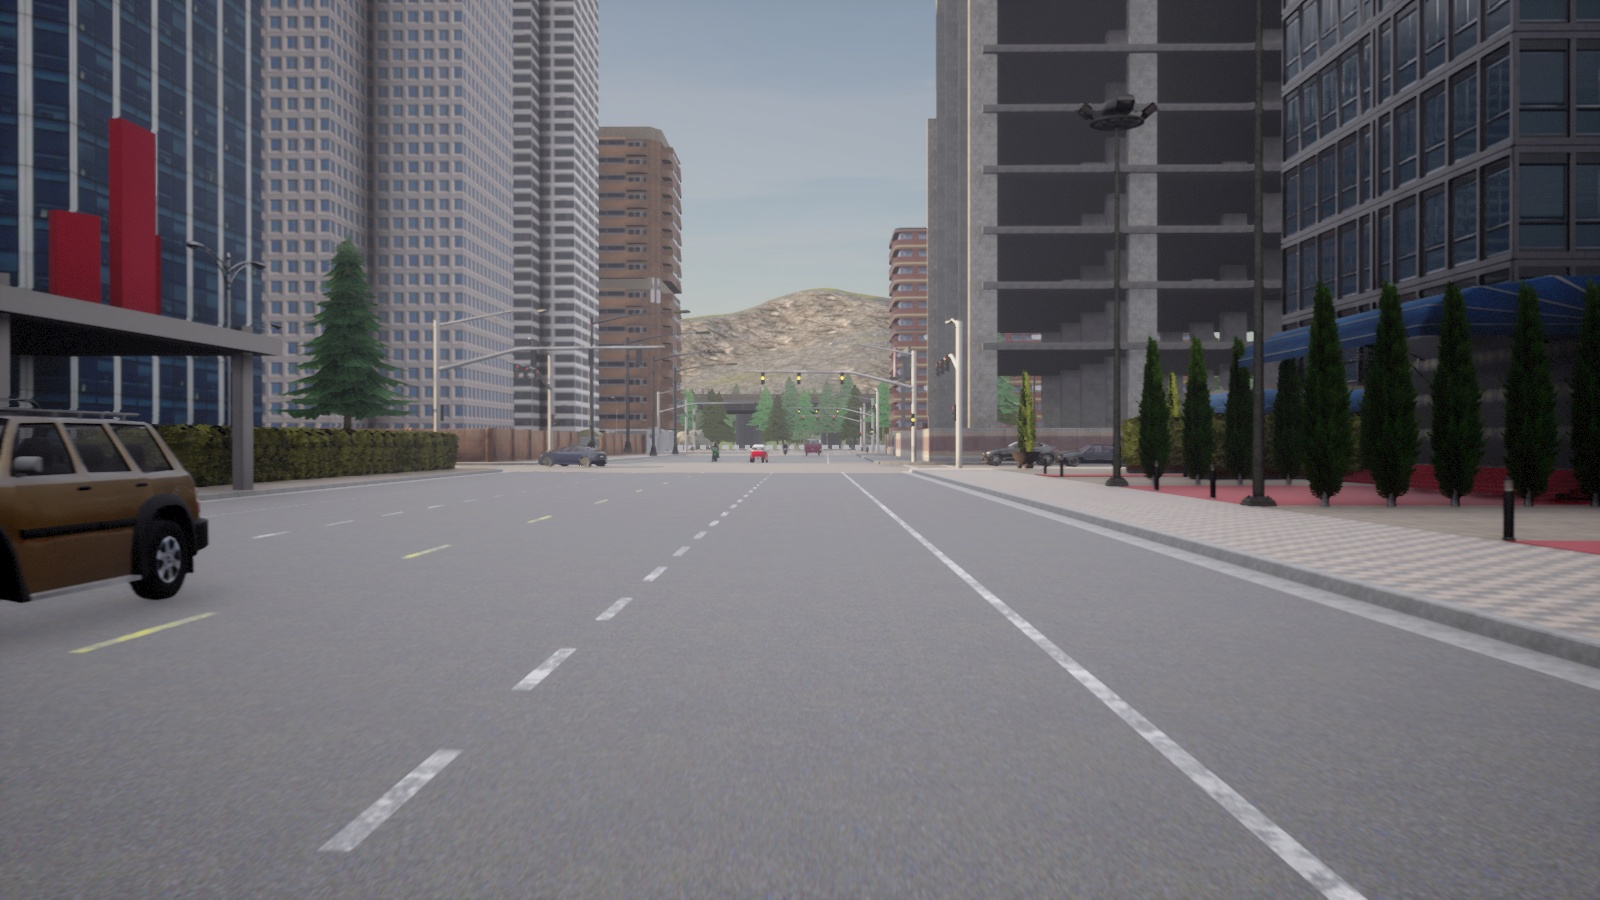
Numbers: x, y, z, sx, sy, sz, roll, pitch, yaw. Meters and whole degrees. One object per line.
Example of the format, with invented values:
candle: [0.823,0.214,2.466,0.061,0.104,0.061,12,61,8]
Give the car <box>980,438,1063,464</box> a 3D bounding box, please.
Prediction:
car: [14.349,0.077,81.485,5.027,1.651,2.152,0,0,1]

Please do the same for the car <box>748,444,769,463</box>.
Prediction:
car: [-3.110,0.263,95.074,1.481,1.376,2.207,0,1,1]

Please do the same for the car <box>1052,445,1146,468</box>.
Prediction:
car: [18.497,0.370,77.935,5.357,1.411,2.033,0,0,1]

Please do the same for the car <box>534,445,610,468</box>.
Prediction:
car: [-14.107,0.362,77.611,4.181,1.385,1.994,0,0,20]

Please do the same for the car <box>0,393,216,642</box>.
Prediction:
car: [-6.923,0.499,10.476,1.932,1.855,4.605,0,0,1]
